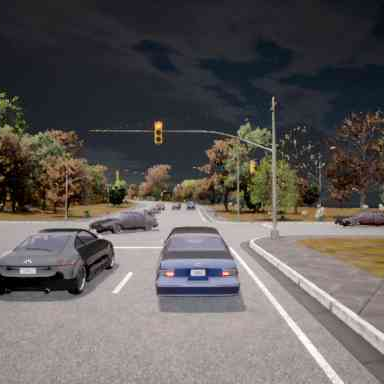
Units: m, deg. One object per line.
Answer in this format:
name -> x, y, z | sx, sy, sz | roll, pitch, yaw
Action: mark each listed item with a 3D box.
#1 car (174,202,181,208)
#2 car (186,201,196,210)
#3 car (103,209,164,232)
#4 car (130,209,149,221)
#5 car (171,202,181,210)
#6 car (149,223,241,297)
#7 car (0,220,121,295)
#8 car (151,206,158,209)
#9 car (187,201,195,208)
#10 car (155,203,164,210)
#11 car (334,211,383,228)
car -> -3.863, 3.414, 88.211 | 1.837, 1.490, 4.892 | 0, 0, -4
car -> -0.217, 3.298, 77.775 | 2.097, 1.767, 4.553 | 0, 0, 0
car -> -4.692, 2.153, 23.504 | 2.033, 1.411, 5.357 | -2, -3, 35
car -> -7.234, 3.138, 46.198 | 1.812, 1.442, 4.674 | 0, -2, 0
car -> -3.718, 3.473, 78.235 | 1.812, 1.442, 4.674 | 0, 0, 0
car -> 0.068, 1.645, 8.894 | 2.033, 1.411, 5.357 | 0, -1, -1
car -> -3.446, 1.664, 9.001 | 1.994, 1.385, 4.181 | 0, -1, 0
car -> -7.242, 3.461, 55.218 | 1.895, 1.301, 4.718 | 0, -1, 0
car -> -0.340, 3.229, 87.954 | 1.882, 1.535, 5.008 | 0, 0, -4
car -> -7.218, 3.525, 64.965 | 2.033, 1.411, 5.357 | 0, 0, 0
car -> 15.668, 2.437, 29.721 | 5.357, 1.411, 2.033 | 0, -3, -2
